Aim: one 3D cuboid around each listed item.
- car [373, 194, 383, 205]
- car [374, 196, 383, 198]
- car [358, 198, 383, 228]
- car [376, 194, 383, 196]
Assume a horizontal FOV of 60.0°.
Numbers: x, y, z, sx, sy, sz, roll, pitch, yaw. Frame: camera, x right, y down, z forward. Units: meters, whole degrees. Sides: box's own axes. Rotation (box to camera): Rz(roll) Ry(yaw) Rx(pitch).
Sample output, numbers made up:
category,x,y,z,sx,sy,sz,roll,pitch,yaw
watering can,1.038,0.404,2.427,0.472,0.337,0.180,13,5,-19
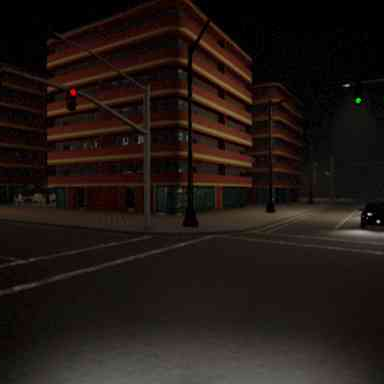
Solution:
category,x,y,z,sx,sy,sz,roll,pitch,yaw
car,30.216,1.141,53.082,2.128,1.511,4.902,0,0,30
car,16.453,1.364,29.151,1.994,1.385,4.181,0,0,30
car,11.505,1.374,20.491,1.837,1.490,4.892,0,0,30
car,21.882,1.213,38.645,2.128,1.511,4.902,0,1,30
